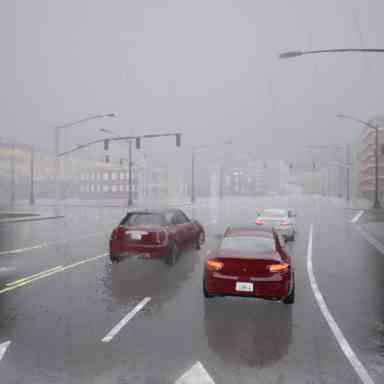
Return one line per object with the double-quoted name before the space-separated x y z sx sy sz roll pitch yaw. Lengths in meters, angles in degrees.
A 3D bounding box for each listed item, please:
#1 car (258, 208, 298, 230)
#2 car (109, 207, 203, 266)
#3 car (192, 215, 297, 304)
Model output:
"car" 4.215 1.526 16.604 1.812 1.442 4.674 0 0 20
"car" -1.025 1.351 11.846 2.097 1.767 4.553 0 0 17
"car" 1.465 1.526 8.175 1.812 1.442 4.674 0 0 13
